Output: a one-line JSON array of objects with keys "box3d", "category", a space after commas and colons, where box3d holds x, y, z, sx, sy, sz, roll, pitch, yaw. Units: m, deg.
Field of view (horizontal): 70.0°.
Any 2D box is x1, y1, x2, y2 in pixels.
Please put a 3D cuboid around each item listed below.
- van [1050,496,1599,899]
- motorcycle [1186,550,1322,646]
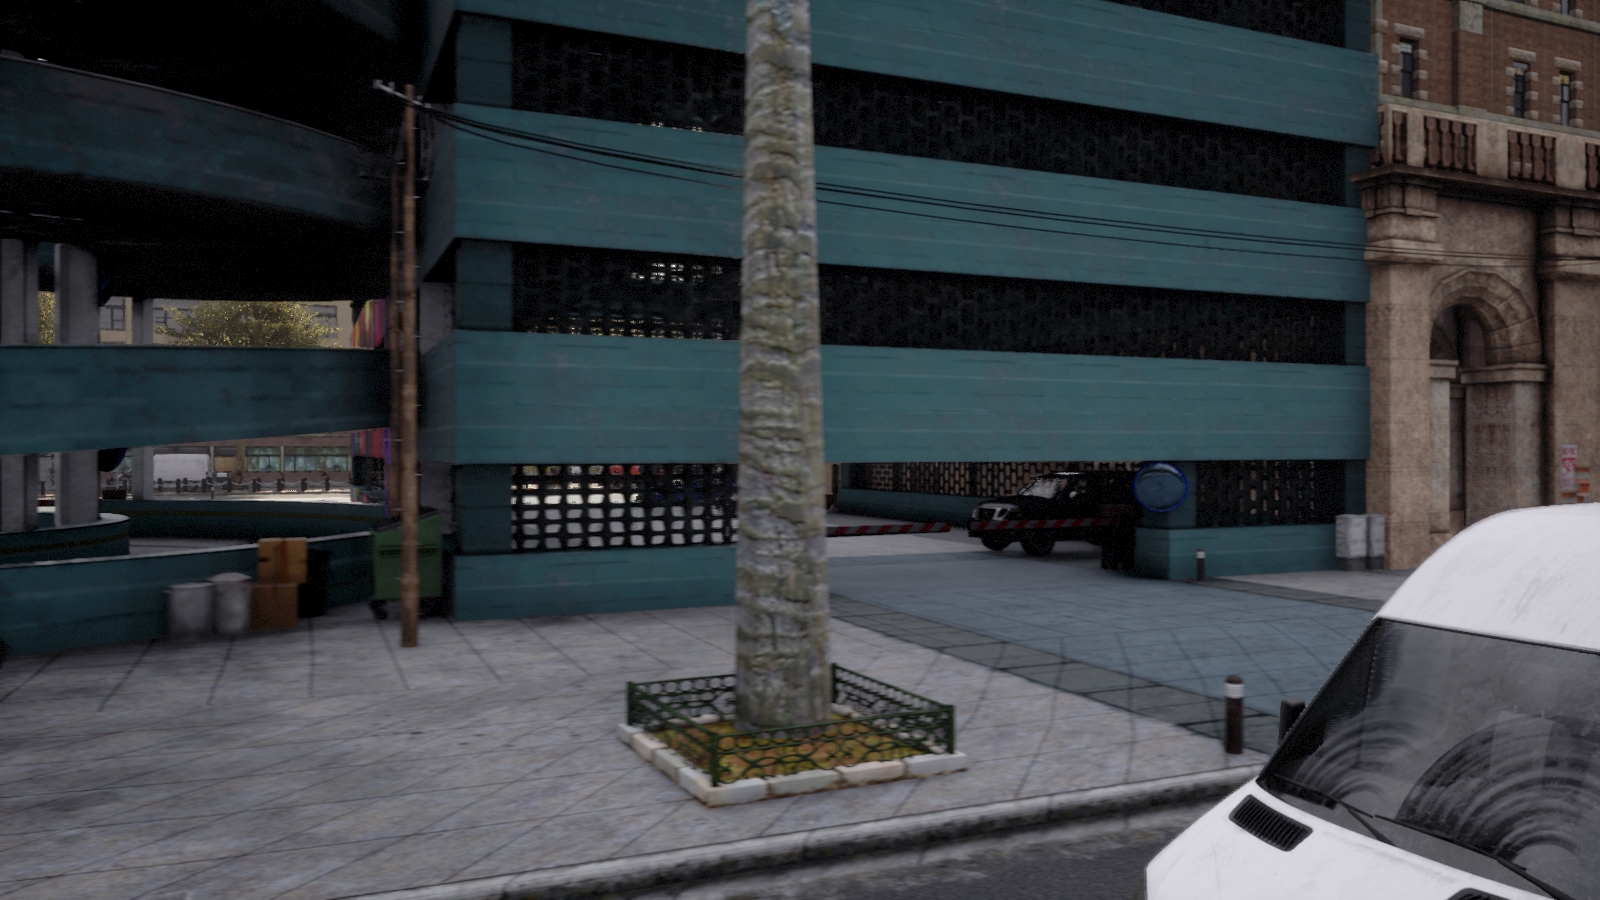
[{"box3d": [4.146, 1.530, 4.989, 5.915, 2.561, 1.988, 0, 0, -23], "category": "van"}, {"box3d": [6.778, 2.175, 17.054, 1.805, 1.236, 0.856, 0, 0, -24], "category": "motorcycle"}]
